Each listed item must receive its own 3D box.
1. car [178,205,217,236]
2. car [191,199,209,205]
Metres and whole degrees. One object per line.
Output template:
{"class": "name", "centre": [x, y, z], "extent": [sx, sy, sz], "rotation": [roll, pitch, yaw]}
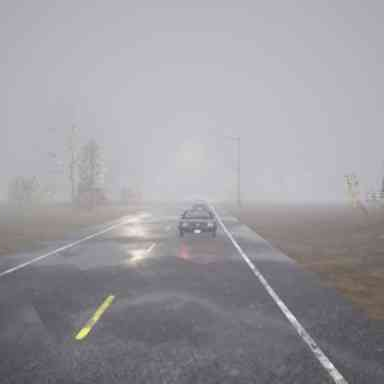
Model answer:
{"class": "car", "centre": [0.318, 1.601, 18.216], "extent": [1.895, 1.301, 4.718], "rotation": [0, 0, 1]}
{"class": "car", "centre": [0.855, 1.525, 35.908], "extent": [1.812, 1.442, 4.674], "rotation": [0, 0, 2]}
